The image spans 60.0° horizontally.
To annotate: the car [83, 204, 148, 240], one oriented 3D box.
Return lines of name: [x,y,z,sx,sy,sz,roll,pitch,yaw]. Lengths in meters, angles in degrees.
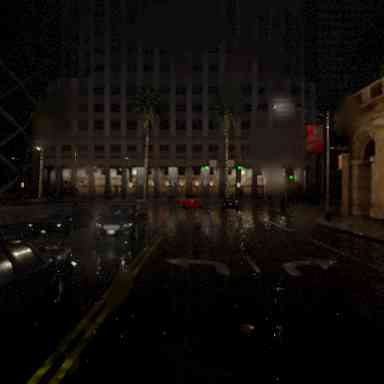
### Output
car: [-3.350,1.382,16.333,2.128,1.511,4.902,0,0,1]

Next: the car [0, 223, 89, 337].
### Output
car: [-3.527,1.512,5.107,2.033,1.411,5.357,0,0,1]

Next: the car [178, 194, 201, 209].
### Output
car: [-0.392,1.079,40.931,2.097,1.767,4.553,0,0,-12]

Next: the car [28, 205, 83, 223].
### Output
car: [-6.832,1.426,17.999,2.033,1.411,5.357,0,0,1]

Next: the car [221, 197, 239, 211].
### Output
car: [4.245,1.301,37.140,2.033,1.411,5.357,0,0,5]
